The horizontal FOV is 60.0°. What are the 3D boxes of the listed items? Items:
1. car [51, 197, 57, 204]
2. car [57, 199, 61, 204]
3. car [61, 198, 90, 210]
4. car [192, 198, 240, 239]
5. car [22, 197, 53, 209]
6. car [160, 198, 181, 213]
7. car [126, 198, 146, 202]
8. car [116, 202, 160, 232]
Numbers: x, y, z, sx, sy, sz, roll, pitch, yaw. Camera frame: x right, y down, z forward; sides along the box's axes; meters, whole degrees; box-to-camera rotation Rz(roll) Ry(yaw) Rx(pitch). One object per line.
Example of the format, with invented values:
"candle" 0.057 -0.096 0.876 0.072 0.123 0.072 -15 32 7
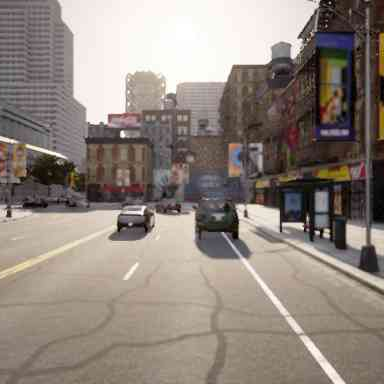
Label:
"car" -29.255 1.848 68.514 4.674 1.452 2.002 0 0 20
"car" -23.952 1.912 66.343 4.718 1.301 1.895 0 0 30
"car" -16.498 1.721 48.121 2.128 1.511 4.902 0 0 -43
"car" 1.225 1.308 18.010 2.150 2.045 5.566 0 0 0
"car" -23.432 1.840 49.792 4.718 1.301 1.895 0 0 37
"car" -3.019 1.544 40.100 2.097 1.767 4.553 0 0 -23
"car" -8.916 1.790 50.627 2.033 1.411 5.357 0 0 -39
"car" -3.417 1.591 20.785 2.128 1.511 4.902 0 0 -1
